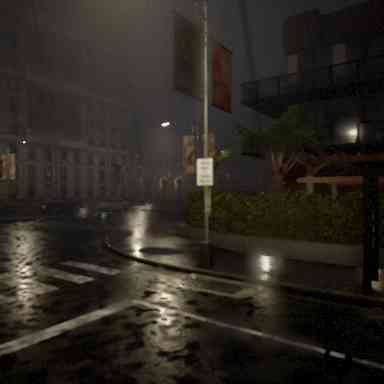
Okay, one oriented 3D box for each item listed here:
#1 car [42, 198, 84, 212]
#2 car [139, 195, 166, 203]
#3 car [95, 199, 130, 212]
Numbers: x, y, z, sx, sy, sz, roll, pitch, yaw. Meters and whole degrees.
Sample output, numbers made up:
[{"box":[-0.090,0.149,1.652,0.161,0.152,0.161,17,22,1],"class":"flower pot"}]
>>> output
[{"box":[-14.946,1.511,38.630,2.128,1.511,4.902,0,0,35],"class":"car"},{"box":[-6.050,1.113,51.144,1.882,1.535,5.008,0,0,35],"class":"car"},{"box":[-9.552,1.543,40.207,1.812,1.442,4.674,0,0,35],"class":"car"}]
